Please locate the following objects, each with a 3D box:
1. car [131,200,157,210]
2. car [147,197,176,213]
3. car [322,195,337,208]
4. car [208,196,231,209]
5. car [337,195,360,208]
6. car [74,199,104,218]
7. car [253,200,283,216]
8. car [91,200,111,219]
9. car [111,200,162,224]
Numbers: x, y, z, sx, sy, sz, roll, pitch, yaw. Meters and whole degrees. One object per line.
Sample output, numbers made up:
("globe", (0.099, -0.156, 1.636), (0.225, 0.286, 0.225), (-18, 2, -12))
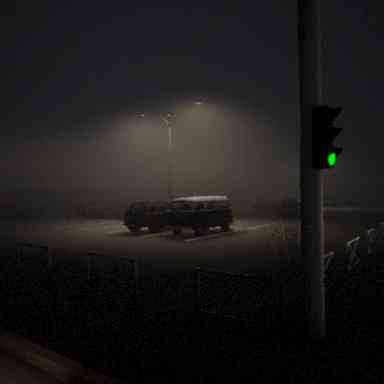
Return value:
("car", (-7.258, 1.939, 50.509), (1.784, 1.438, 3.905), (-1, -1, 36))
("car", (-4.968, 1.686, 48.741), (1.932, 1.855, 4.605), (-1, -1, 36))
("car", (21.228, 1.412, 51.243), (1.905, 1.878, 3.866), (-1, -1, 36))
("car", (5.412, 1.696, 62.856), (1.905, 1.878, 3.866), (-1, -1, 36))
("car", (23.525, 1.367, 49.482), (1.932, 1.855, 4.605), (-1, -1, 36))
("car", (-9.437, 1.600, 33.324), (1.932, 1.855, 4.605), (-1, -1, 36))
("car", (8.689, 1.684, 38.786), (1.970, 1.475, 3.806), (-1, -1, 36))
("car", (-7.245, 1.772, 31.771), (1.784, 1.438, 3.905), (-1, -1, 36))
("car", (-4.915, 1.762, 30.052), (1.970, 1.475, 3.806), (-1, -1, 36))
